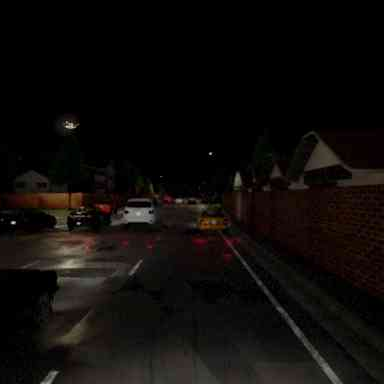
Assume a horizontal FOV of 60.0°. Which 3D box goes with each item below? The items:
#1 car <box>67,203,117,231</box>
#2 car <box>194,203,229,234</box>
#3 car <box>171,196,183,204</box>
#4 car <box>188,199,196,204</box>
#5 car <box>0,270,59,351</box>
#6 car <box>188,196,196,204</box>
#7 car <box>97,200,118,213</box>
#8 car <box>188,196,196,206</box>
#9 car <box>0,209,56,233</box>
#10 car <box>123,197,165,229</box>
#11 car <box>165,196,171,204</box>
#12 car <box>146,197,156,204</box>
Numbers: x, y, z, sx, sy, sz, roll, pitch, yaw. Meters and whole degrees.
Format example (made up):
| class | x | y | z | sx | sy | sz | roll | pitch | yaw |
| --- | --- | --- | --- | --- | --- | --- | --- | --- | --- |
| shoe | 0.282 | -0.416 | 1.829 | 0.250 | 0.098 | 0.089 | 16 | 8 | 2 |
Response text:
| class | x | y | z | sx | sy | sz | roll | pitch | yaw |
| --- | --- | --- | --- | --- | --- | --- | --- | --- | --- |
| car | -6.910 | 1.739 | 22.714 | 2.128 | 1.511 | 4.902 | 0 | -1 | 0 |
| car | 1.216 | 1.685 | 21.027 | 1.801 | 1.575 | 5.366 | 0 | -1 | 0 |
| car | -3.536 | 2.143 | 85.638 | 2.150 | 2.045 | 5.566 | 0 | -1 | 0 |
| car | -0.034 | 2.280 | 80.225 | 1.895 | 1.301 | 4.718 | 0 | -1 | 0 |
| car | -3.402 | 1.647 | 4.106 | 1.895 | 1.301 | 4.718 | 0 | -1 | 0 |
| car | -0.038 | 2.103 | 89.528 | 2.150 | 2.045 | 5.566 | 0 | -1 | 0 |
| car | -10.419 | 1.790 | 40.394 | 2.097 | 1.767 | 4.553 | 0 | -1 | 0 |
| car | -0.031 | 2.255 | 74.495 | 2.033 | 1.411 | 5.357 | 0 | -1 | 0 |
| car | -10.409 | 1.797 | 21.441 | 1.994 | 1.385 | 4.181 | 0 | -1 | 0 |
| car | -3.410 | 1.481 | 23.808 | 2.150 | 2.045 | 5.566 | 0 | -1 | 0 |
| car | -7.037 | 2.455 | 86.756 | 2.128 | 1.511 | 4.902 | 0 | -1 | 0 |
| car | -10.536 | 2.278 | 85.989 | 2.097 | 1.767 | 4.553 | 0 | -1 | 0 |
